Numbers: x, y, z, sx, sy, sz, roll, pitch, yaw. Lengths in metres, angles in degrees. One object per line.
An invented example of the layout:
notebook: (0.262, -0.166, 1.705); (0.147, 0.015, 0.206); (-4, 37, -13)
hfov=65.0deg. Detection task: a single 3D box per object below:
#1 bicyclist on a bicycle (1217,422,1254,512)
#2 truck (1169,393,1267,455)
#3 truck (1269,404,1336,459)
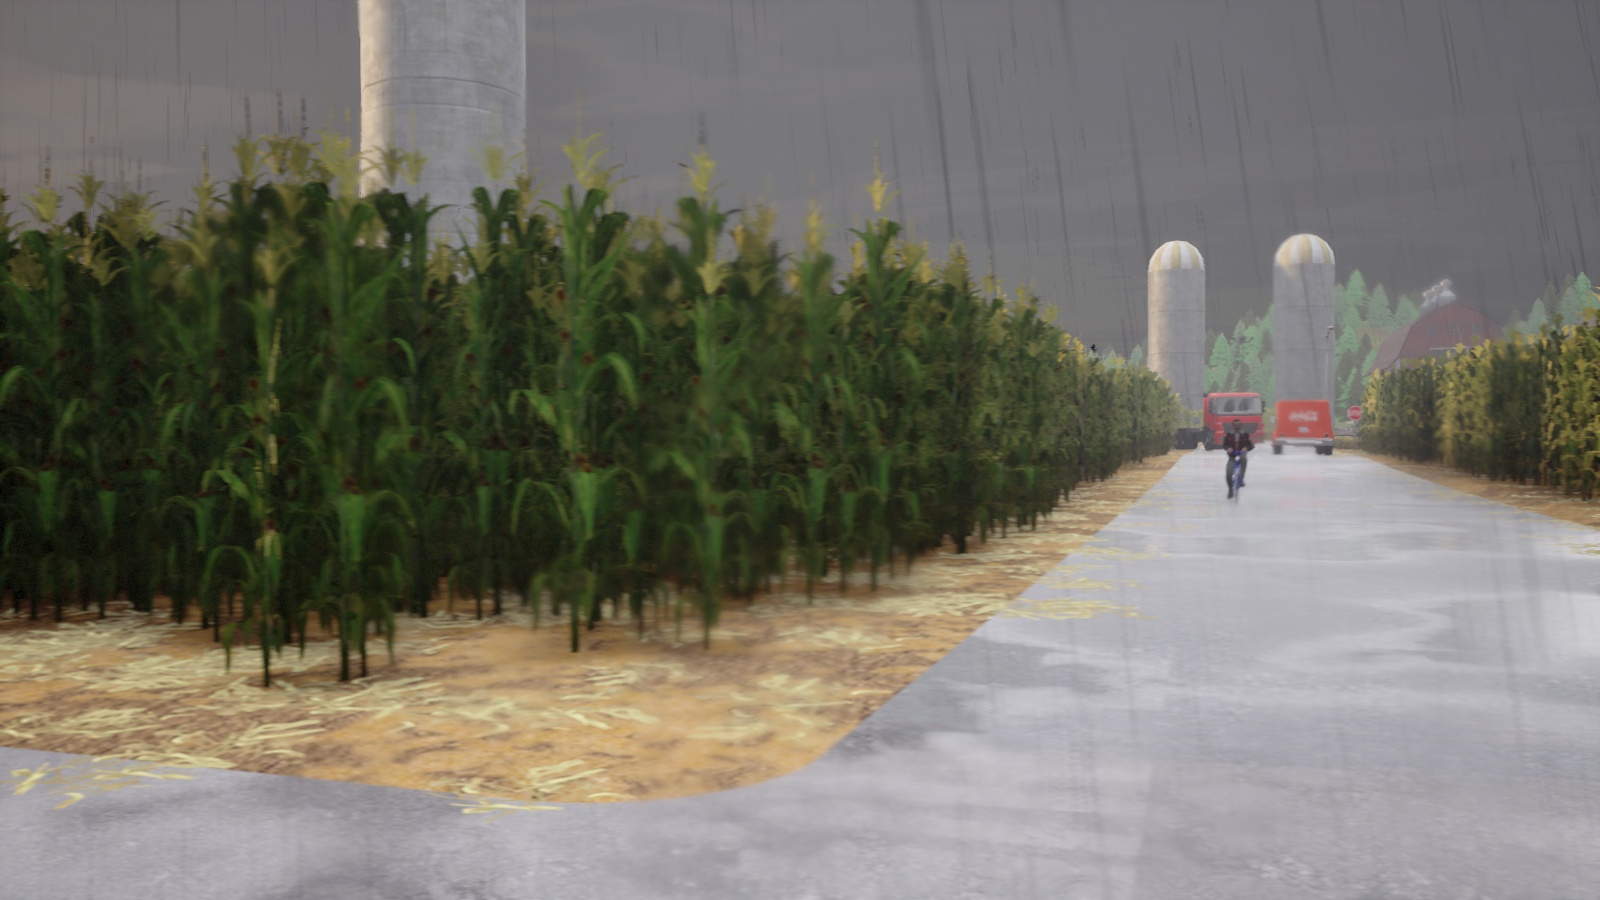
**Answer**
bicyclist on a bicycle: (8.846, 0.319, 25.529); (0.659, 1.776, 1.843); (1, 1, 19)
truck: (24.734, -1.531, 74.834); (2.891, 3.462, 7.936); (0, 1, -3)
truck: (23.425, -0.841, 58.736); (2.627, 2.467, 5.204); (1, 0, 19)
